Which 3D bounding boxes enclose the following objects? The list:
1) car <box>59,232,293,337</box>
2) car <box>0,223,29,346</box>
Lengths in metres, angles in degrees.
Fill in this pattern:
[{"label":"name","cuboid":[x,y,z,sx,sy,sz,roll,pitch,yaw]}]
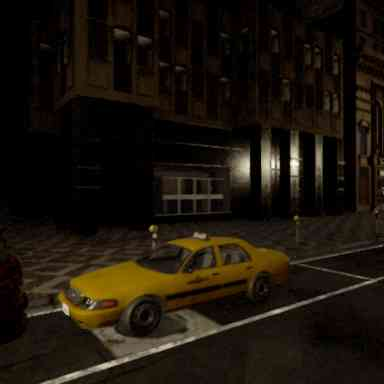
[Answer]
[{"label":"car","cuboid":[-0.024,1.524,6.639,4.829,1.417,1.752,0,0,-36]},{"label":"car","cuboid":[-4.452,1.321,3.464,5.009,1.841,2.192,0,0,-36]}]
